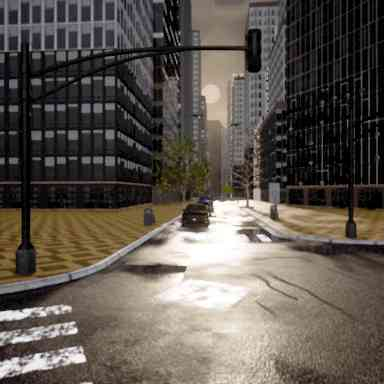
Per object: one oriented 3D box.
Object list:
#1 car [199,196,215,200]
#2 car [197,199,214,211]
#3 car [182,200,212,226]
[{"bbox_3d":[1.928,1.520,45.986,2.150,2.045,5.566,0,0,4],"label":"car"},{"bbox_3d":[1.119,1.751,35.357,1.812,1.442,4.674,0,0,4],"label":"car"},{"bbox_3d":[0.341,1.635,25.168,1.882,1.535,5.008,0,0,4],"label":"car"}]
